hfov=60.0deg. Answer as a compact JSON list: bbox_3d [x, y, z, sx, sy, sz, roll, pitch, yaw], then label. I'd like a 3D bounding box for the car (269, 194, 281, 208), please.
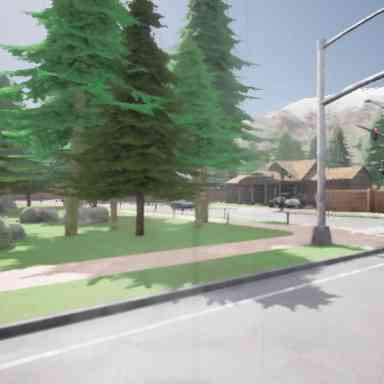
[{"bbox_3d":[11.458,1.061,41.550,3.866,1.878,1.905,0,0,-37],"label":"car"}]

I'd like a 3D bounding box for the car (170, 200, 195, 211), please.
[{"bbox_3d":[-1.006,1.467,40.038,2.033,1.411,5.357,0,0,-25],"label":"car"}]

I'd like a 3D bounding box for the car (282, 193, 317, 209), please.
[{"bbox_3d":[13.276,1.058,39.770,4.605,1.855,1.932,0,0,-37],"label":"car"}]
